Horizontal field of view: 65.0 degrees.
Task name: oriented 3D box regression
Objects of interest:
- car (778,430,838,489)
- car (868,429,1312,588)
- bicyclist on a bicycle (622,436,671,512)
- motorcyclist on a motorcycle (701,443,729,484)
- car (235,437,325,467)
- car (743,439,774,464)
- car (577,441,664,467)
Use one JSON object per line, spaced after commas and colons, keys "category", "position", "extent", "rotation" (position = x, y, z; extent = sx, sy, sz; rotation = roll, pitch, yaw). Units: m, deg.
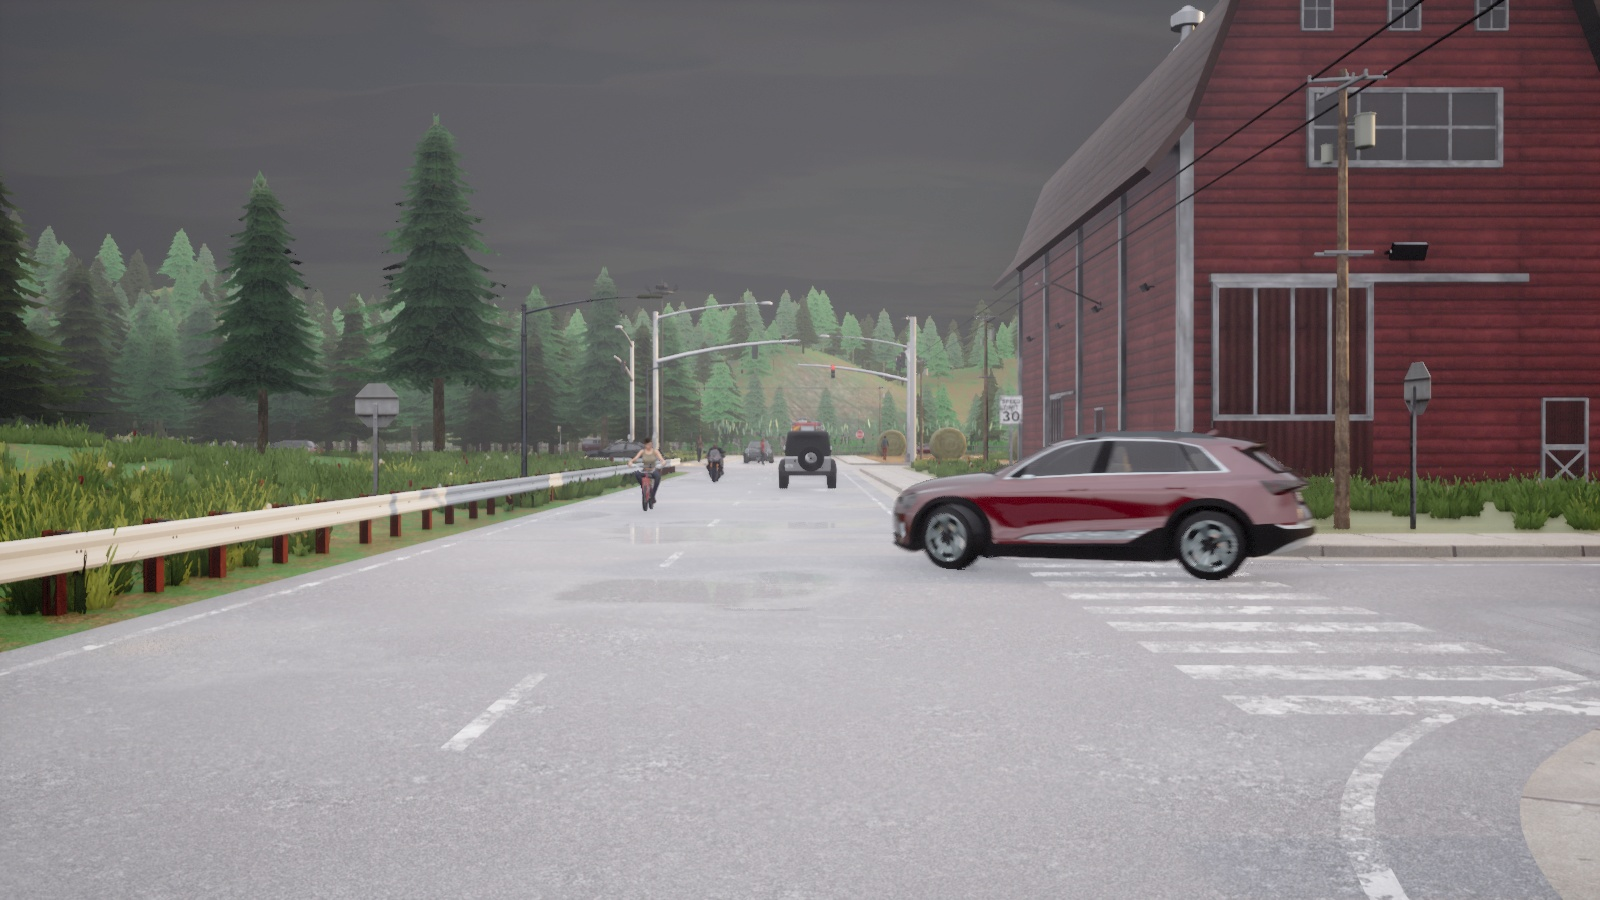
{"category": "car", "position": [0.259, 0.299, 42.077], "extent": [1.905, 1.878, 3.866], "rotation": [0, 0, 0]}
{"category": "car", "position": [3.452, 0.592, 14.991], "extent": [4.856, 1.649, 2.033], "rotation": [0, 1, 24]}
{"category": "bicyclist on a bicycle", "position": [-3.320, 0.521, 27.306], "extent": [0.866, 1.612, 1.509], "rotation": [0, -1, 1]}
{"category": "motorcyclist on a motorcycle", "position": [-3.210, 0.503, 47.603], "extent": [0.866, 1.530, 2.191], "rotation": [0, 0, 0]}
{"category": "car", "position": [-31.372, 0.113, 75.891], "extent": [4.553, 1.767, 2.097], "rotation": [0, 0, -1]}
{"category": "car", "position": [-2.960, 0.076, 90.773], "extent": [2.097, 1.767, 4.553], "rotation": [0, 0, 0]}
{"category": "car", "position": [-10.826, 0.247, 76.136], "extent": [5.008, 1.535, 1.882], "rotation": [0, 0, -1]}
